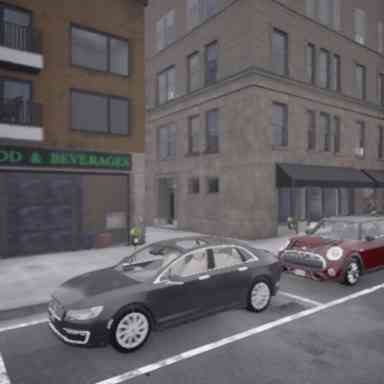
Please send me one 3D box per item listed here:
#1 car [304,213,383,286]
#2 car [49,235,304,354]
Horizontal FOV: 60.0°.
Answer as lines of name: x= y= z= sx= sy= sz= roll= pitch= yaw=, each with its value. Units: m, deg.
car: x=4.250 y=1.433 z=9.285 sx=4.097 sy=1.590 sz=1.967 roll=0 pitch=0 yaw=-36
car: x=-0.220 y=1.558 z=6.050 sx=4.403 sy=1.369 sz=2.008 roll=0 pitch=0 yaw=-36
